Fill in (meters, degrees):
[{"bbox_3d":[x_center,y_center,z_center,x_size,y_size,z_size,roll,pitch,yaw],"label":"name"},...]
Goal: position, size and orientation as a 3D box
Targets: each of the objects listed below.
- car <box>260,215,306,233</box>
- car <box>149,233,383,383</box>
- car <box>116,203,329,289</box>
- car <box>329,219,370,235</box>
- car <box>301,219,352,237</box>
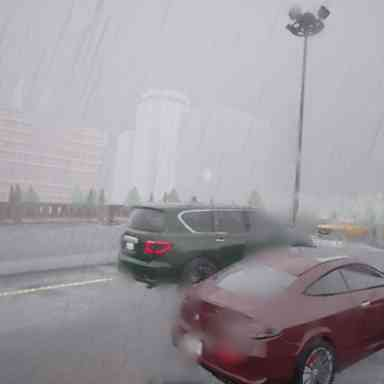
[{"bbox_3d":[8.628,3.020,31.420,4.181,1.385,1.994,7,-4,-35],"label":"car"},{"bbox_3d":[1.895,1.594,5.047,4.674,1.442,1.812,2,-1,-35],"label":"car"},{"bbox_3d":[0.864,1.323,8.601,5.566,2.045,2.150,2,-1,-35],"label":"car"},{"bbox_3d":[11.199,2.760,24.672,5.008,1.535,1.882,7,-4,-35],"label":"car"},{"bbox_3d":[11.972,3.207,29.493,4.718,1.301,1.895,7,-4,-35],"label":"car"}]
